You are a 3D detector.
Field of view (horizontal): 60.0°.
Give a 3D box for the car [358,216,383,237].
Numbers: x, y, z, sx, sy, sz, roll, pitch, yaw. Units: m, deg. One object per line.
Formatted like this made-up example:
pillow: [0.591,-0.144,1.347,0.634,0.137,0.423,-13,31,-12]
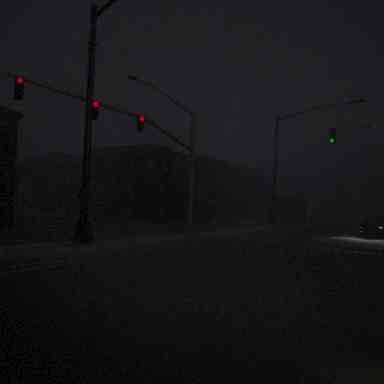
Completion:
car: [14.410,2.639,25.944,1.882,1.535,5.008,2,-2,37]
